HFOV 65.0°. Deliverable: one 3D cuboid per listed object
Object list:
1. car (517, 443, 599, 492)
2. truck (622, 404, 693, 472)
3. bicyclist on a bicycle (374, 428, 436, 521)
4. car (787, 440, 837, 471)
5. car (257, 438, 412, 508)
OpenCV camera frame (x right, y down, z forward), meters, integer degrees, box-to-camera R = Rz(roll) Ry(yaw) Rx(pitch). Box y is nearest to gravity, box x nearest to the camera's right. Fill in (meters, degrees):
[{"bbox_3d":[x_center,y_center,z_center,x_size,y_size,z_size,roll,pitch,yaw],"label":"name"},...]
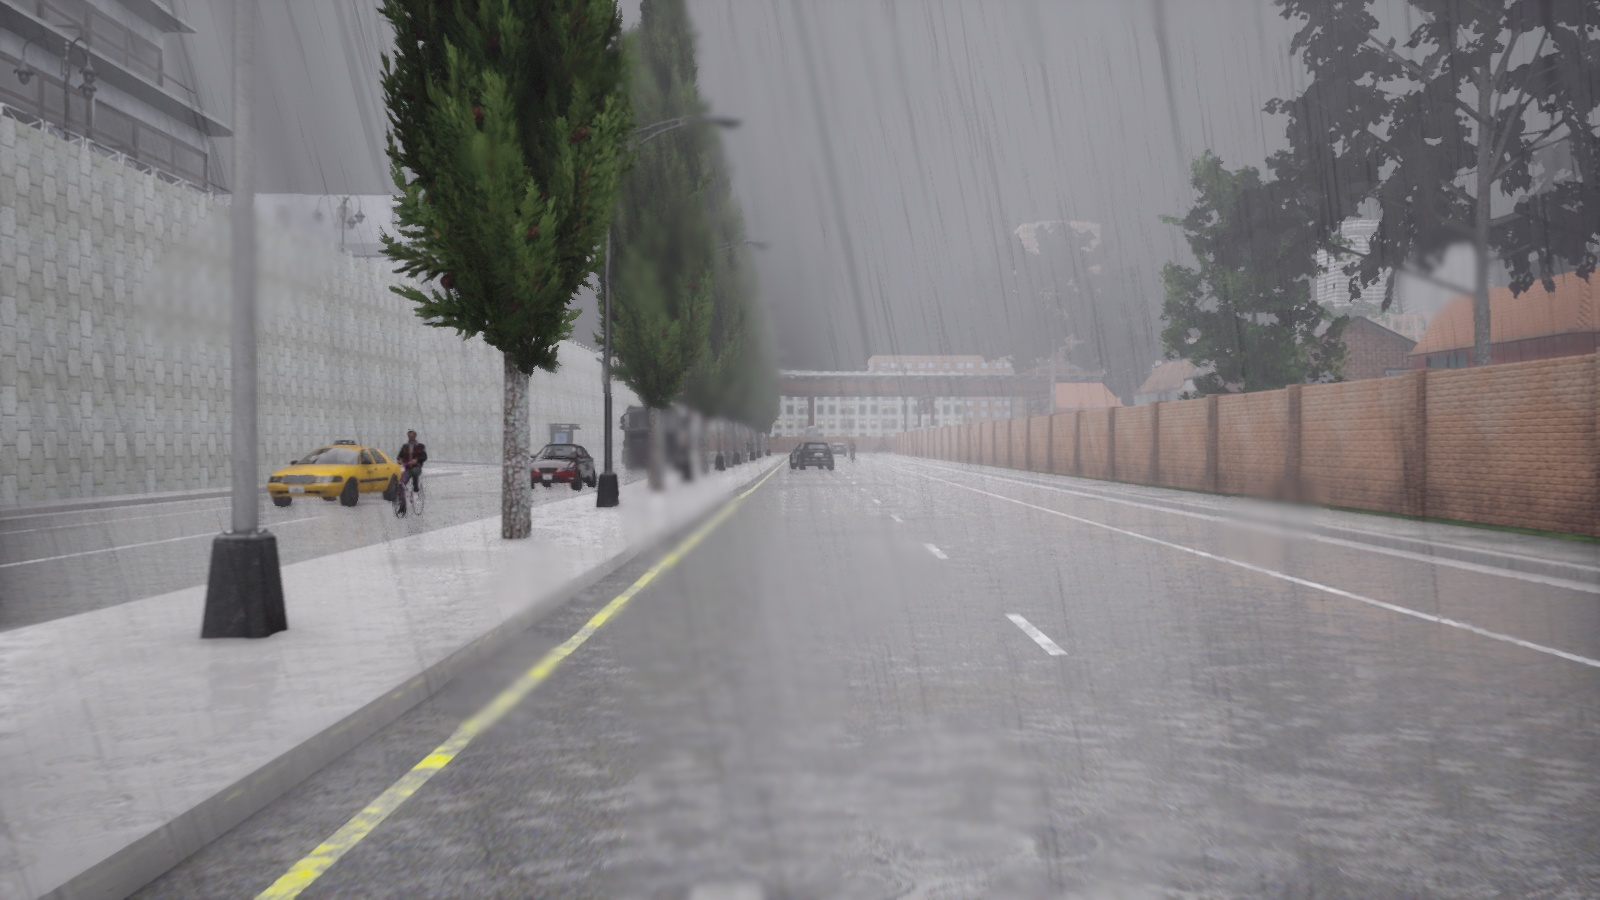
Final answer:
[{"bbox_3d":[-7.754,0.525,40.536,1.816,1.474,4.193,0,0,0],"label":"car"},{"bbox_3d":[-7.596,-0.630,67.964,2.891,3.462,7.936,0,0,0],"label":"truck"},{"bbox_3d":[-7.842,0.470,25.010,0.659,1.776,1.843,0,0,0],"label":"bicyclist on a bicycle"},{"bbox_3d":[0.636,0.280,70.483,2.033,1.649,4.856,0,0,-9],"label":"car"},{"bbox_3d":[-11.309,0.502,30.948,1.801,1.575,5.366,0,0,0],"label":"car"}]
